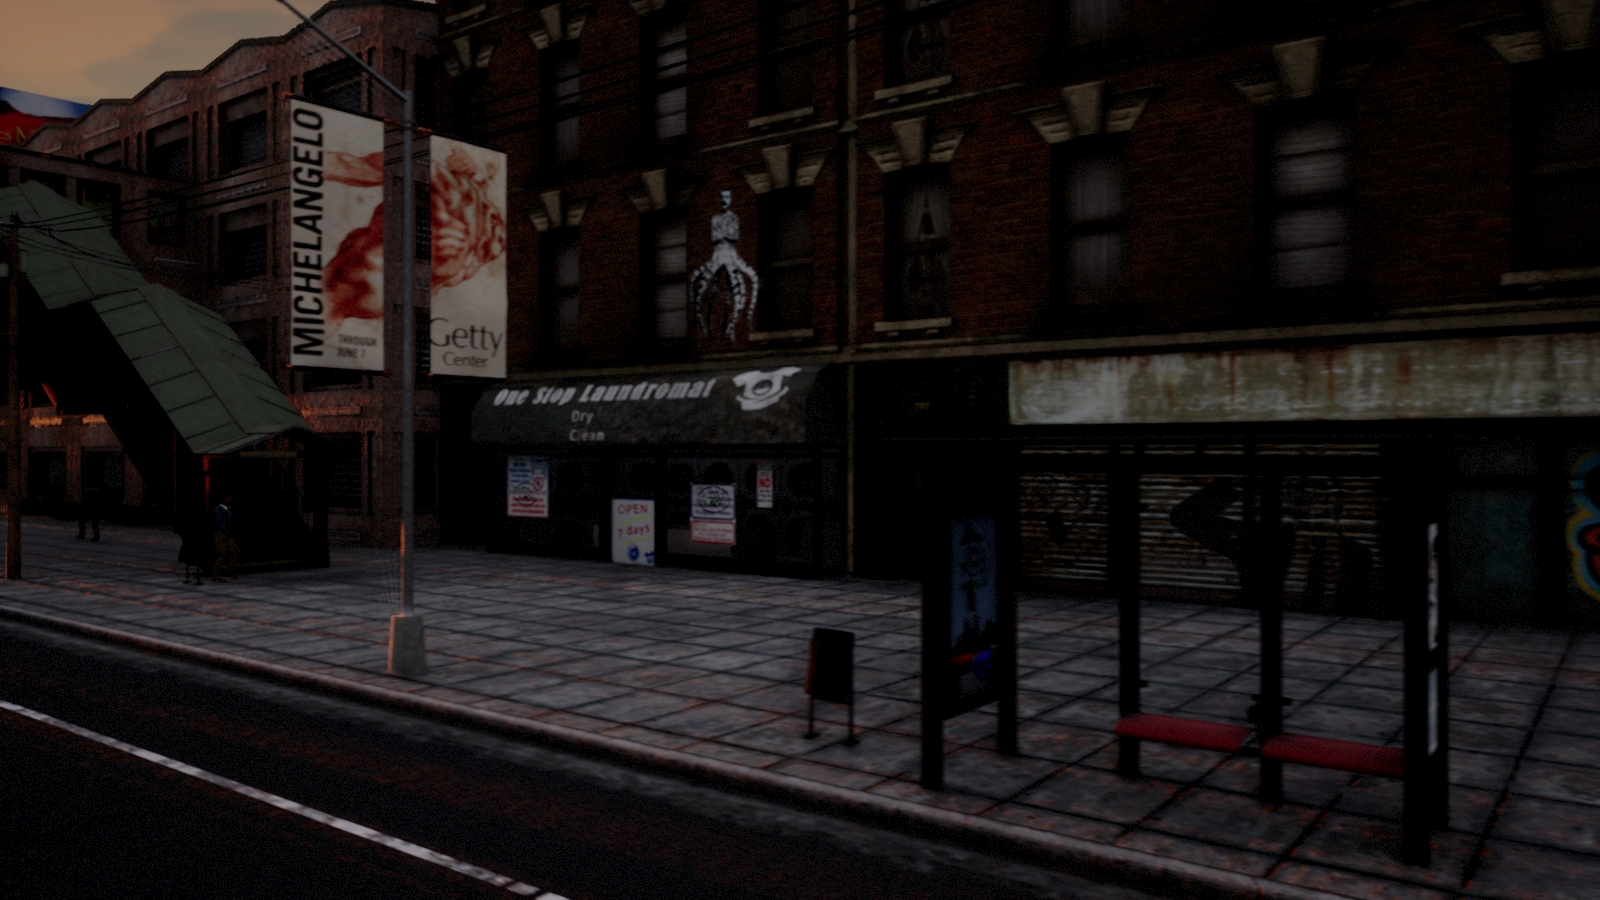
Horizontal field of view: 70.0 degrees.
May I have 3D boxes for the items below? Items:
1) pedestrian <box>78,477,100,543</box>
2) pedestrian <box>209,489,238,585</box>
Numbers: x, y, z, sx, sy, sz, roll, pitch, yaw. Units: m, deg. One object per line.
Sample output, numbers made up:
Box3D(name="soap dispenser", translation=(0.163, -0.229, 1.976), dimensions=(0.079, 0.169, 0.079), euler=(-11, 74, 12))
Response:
Box3D(name="pedestrian", translation=(-20.234, 1.700, 32.517), dimensions=(0.375, 1.860, 0.375), euler=(0, 0, 20))
Box3D(name="pedestrian", translation=(-11.352, 1.699, 22.520), dimensions=(0.375, 1.860, 0.375), euler=(0, 0, 2))
